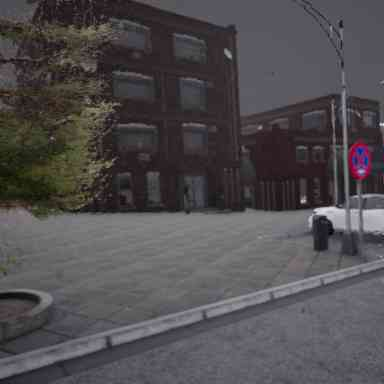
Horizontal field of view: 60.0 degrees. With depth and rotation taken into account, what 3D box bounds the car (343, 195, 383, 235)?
[{"bbox_3d":[10.320,1.191,16.315,2.185,1.767,4.553,-1,0,-35],"label":"car"}]
